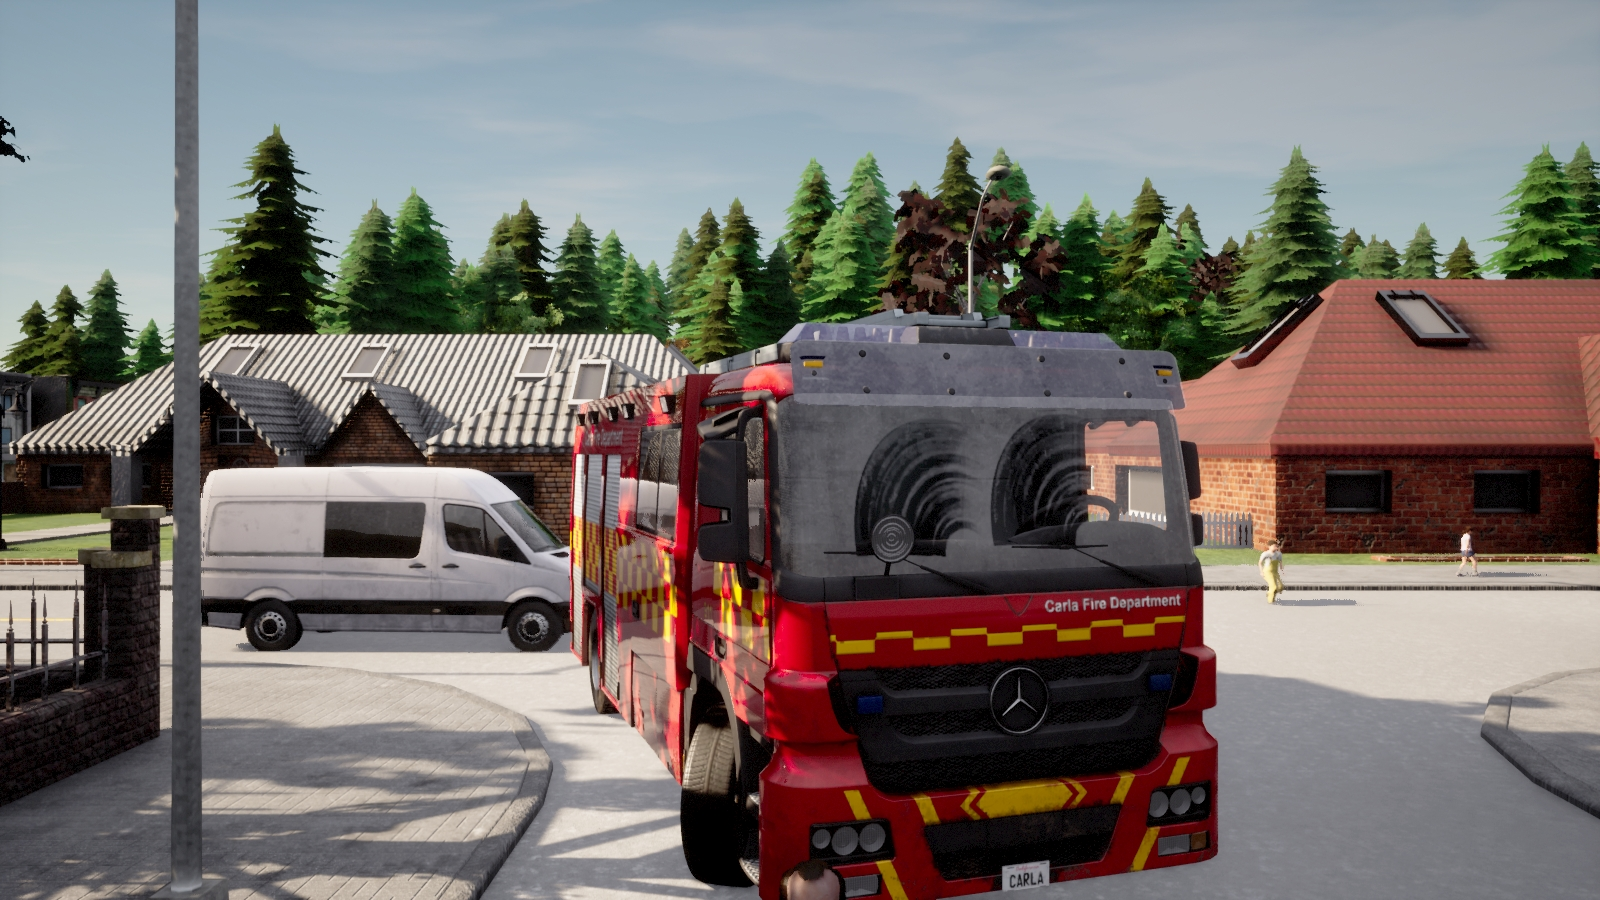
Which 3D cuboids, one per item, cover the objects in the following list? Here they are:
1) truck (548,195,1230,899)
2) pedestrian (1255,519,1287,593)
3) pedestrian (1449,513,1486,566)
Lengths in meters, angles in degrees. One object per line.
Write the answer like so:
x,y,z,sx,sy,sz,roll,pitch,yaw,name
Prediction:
-0.279,0.670,10.050,2.891,3.827,8.468,0,0,-19,truck
8.510,1.908,20.649,0.375,1.300,0.375,0,0,-17,pedestrian
14.241,1.905,24.387,0.500,1.100,0.500,0,0,-4,pedestrian
